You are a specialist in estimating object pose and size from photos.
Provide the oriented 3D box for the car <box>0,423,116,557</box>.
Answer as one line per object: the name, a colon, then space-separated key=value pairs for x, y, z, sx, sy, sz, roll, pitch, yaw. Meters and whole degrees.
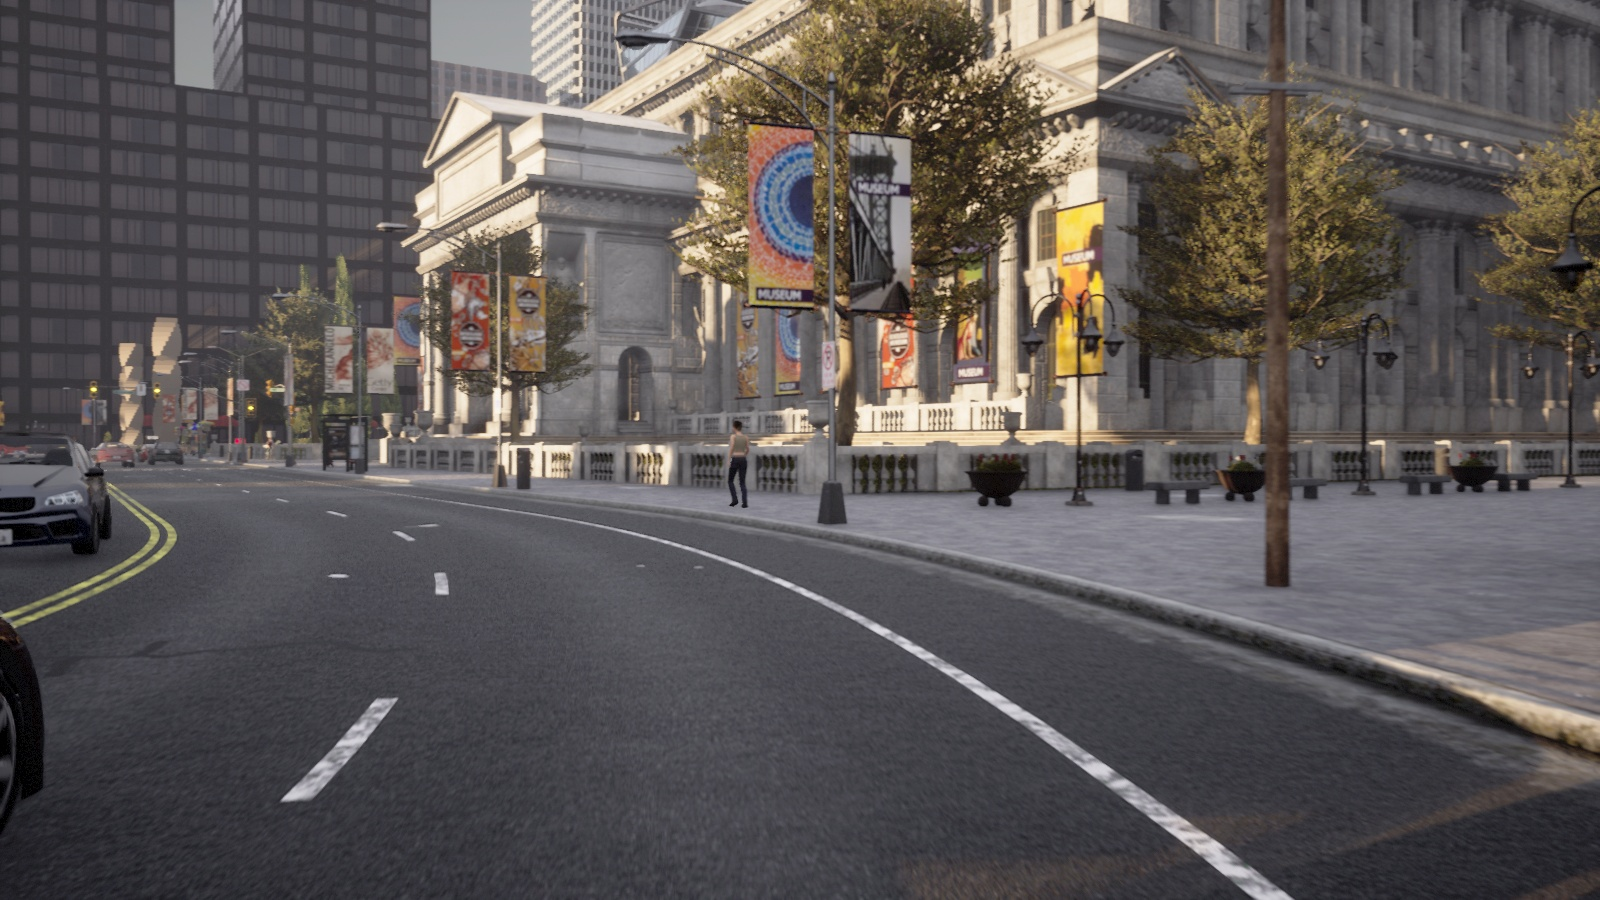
car: x=-11.046 y=0.491 z=17.686 sx=2.242 sy=1.667 sz=4.611 roll=0 pitch=0 yaw=-25

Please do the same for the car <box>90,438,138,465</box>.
car: x=-43.605 y=0.074 z=79.759 sx=2.152 sy=1.651 sz=5.027 roll=0 pitch=0 yaw=-35

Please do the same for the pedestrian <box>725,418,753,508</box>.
pedestrian: x=-1.254 y=0.257 z=25.875 sx=0.345 sy=1.836 sz=0.594 roll=0 pitch=0 yaw=-28

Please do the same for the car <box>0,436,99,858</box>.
car: x=-3.699 y=0.694 z=3.124 sx=1.970 sy=1.475 sz=3.806 roll=0 pitch=0 yaw=-4
